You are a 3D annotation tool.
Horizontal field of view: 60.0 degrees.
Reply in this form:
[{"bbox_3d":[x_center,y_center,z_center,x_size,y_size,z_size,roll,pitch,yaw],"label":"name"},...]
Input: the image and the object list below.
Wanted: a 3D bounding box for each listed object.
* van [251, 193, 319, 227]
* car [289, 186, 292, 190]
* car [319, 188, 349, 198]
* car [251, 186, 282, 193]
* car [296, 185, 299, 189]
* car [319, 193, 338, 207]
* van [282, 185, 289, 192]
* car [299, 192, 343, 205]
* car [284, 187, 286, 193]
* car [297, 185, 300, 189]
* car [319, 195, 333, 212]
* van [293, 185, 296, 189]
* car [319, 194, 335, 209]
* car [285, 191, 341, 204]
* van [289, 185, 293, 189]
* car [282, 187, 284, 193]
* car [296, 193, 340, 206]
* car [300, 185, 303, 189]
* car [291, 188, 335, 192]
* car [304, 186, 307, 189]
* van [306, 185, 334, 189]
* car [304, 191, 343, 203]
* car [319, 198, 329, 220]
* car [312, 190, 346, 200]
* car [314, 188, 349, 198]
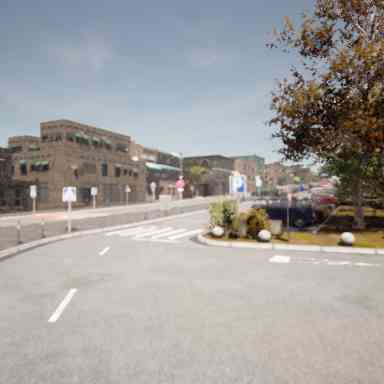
[{"bbox_3d":[6.037,1.289,22.822,4.442,1.987,1.878,-1,1,28],"label":"van"},{"bbox_3d":[19.945,-0.050,77.325,5.008,1.535,2.097,-1,1,28],"label":"car"},{"bbox_3d":[25.476,0.179,59.621,4.792,1.488,2.163,-1,1,28],"label":"car"},{"bbox_3d":[14.718,0.063,67.401,5.566,2.045,2.435,-1,1,28],"label":"car"},{"bbox_3d":[23.876,-0.305,84.757,4.792,1.488,2.163,-1,1,28],"label":"car"},{"bbox_3d":[11.289,1.146,32.603,4.892,1.521,2.231,-1,1,28],"label":"car"},{"bbox_3d":[18.747,-0.187,74.781,4.442,1.987,1.878,-1,1,28],"label":"van"},{"bbox_3d":[16.437,0.781,42.432,5.008,1.535,2.097,-1,1,28],"label":"car"},{"bbox_3d":[17.354,0.172,72.357,4.674,1.452,2.002,-1,1,28],"label":"car"},{"bbox_3d":[25.150,-0.397,87.258,4.674,1.452,2.002,-1,2,28],"label":"car"},{"bbox_3d":[8.557,1.329,27.773,5.366,1.575,1.946,-1,1,28],"label":"car"},{"bbox_3d":[22.646,-0.466,82.229,4.442,1.987,1.878,-1,1,28],"label":"van"},{"bbox_3d":[10.035,1.266,30.130,4.792,1.488,2.163,-1,1,28],"label":"car"},{"bbox_3d":[12.586,1.053,35.054,5.008,1.535,2.097,-1,1,28],"label":"car"},{"bbox_3d":[21.141,-0.366,79.857,4.442,1.987,1.878,-1,1,28],"label":"van"},{"bbox_3d":[15.886,0.223,69.962,5.366,1.575,1.946,-1,1,28],"label":"car"},{"bbox_3d":[15.154,0.912,39.974,4.674,1.452,2.002,-1,1,28],"label":"car"},{"bbox_3d":[26.456,-0.542,89.735,4.892,1.521,2.231,-1,2,28],"label":"car"},{"bbox_3d":[13.892,0.836,37.498,4.553,1.767,2.185,-1,1,28],"label":"car"},{"bbox_3d":[26.032,-0.058,71.704,2.033,1.411,5.357,-1,1,28],"label":"car"},{"bbox_3d":[19.112,0.372,47.287,4.442,1.987,1.878,-1,1,28],"label":"van"},{"bbox_3d":[17.727,0.730,44.891,4.674,1.452,2.002,-1,1,28],"label":"car"},{"bbox_3d":[7.461,1.450,25.215,4.792,1.488,2.163,-1,1,28],"label":"car"},{"bbox_3d":[21.564,0.450,52.274,4.792,1.488,2.163,-1,1,28],"label":"car"},{"bbox_3d":[23.998,0.240,57.262,5.366,1.575,1.946,-1,1,28],"label":"car"}]
